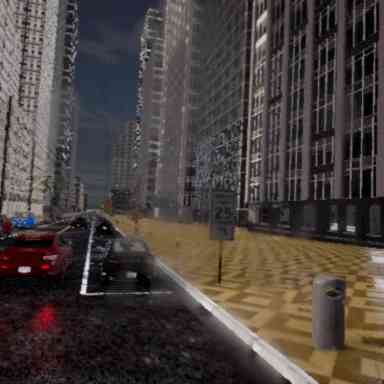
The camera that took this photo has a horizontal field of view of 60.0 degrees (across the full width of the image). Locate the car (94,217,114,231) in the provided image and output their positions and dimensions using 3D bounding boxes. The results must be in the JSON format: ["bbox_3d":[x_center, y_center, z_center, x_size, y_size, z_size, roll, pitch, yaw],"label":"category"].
[{"bbox_3d":[-8.821,3.546,33.343,1.947,1.339,4.313,3,-4,-16],"label":"car"}]

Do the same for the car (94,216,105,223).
[{"bbox_3d":[-18.325,5.400,65.784,1.947,1.339,4.313,3,-4,-16],"label":"car"}]

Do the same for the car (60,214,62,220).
[{"bbox_3d":[-27.942,5.149,68.868,1.947,1.339,4.313,3,-4,-16],"label":"car"}]

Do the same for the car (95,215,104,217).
[{"bbox_3d":[-13.573,4.474,49.564,1.947,1.339,4.313,3,-4,-16],"label":"car"}]

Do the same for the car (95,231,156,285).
[{"bbox_3d":[-2.361,2.299,11.754,2.008,1.369,4.403,3,-4,-16],"label":"car"}]

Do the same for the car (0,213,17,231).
[{"bbox_3d":[-15.268,2.552,25.632,1.967,1.590,4.097,3,-4,-16],"label":"car"}]

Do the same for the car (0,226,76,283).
[{"bbox_3d":[-5.216,2.112,11.438,1.812,1.442,4.674,4,-4,-15],"label":"car"}]

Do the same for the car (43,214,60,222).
[{"bbox_3d":[-24.775,4.548,58.056,1.802,1.307,4.206,3,-4,-16],"label":"car"}]

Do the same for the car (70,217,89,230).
[{"bbox_3d":[-13.500,3.706,40.017,1.882,1.535,5.008,4,-4,-16],"label":"car"}]

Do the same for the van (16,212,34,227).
[{"bbox_3d":[-18.432,3.072,36.450,1.690,1.788,3.998,3,-4,-16],"label":"van"}]

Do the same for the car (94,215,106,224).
[{"bbox_3d":[-16.736,4.966,60.386,1.967,1.590,4.097,3,-4,-16],"label":"car"}]

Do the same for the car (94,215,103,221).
[{"bbox_3d":[-21.493,6.017,76.599,1.947,1.339,4.313,3,-4,-16],"label":"car"}]

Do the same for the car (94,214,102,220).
[{"bbox_3d":[-24.660,6.612,87.414,1.887,1.381,4.507,3,-4,-16],"label":"car"}]
